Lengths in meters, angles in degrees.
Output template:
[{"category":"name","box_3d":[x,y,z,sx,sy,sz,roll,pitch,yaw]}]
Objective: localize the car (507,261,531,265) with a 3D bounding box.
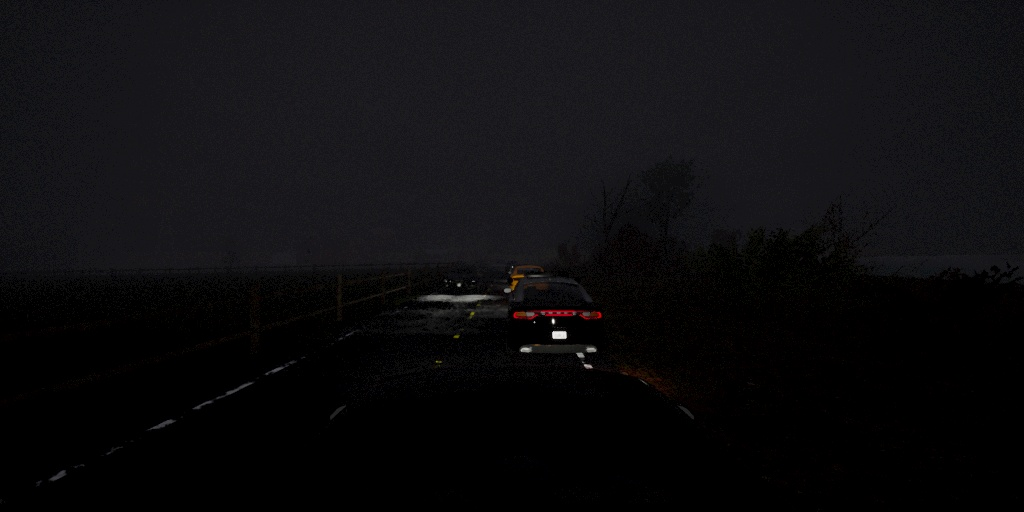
[{"category":"car","box_3d":[0.836,1.228,18.729,1.882,1.535,5.008,0,0,0]}]

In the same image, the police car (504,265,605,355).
[{"category":"police car","box_3d":[0.829,1.174,8.839,1.930,1.638,5.238,0,0,0]}]

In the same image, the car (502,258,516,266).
[{"category":"car","box_3d":[0.072,1.335,46.627,1.994,1.385,4.181,0,0,0]}]

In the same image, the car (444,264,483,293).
[{"category":"car","box_3d":[-2.740,1.255,20.970,1.837,1.490,4.892,0,0,0]}]
